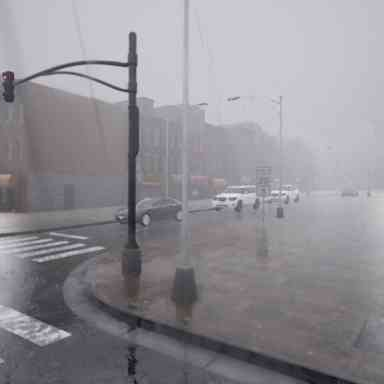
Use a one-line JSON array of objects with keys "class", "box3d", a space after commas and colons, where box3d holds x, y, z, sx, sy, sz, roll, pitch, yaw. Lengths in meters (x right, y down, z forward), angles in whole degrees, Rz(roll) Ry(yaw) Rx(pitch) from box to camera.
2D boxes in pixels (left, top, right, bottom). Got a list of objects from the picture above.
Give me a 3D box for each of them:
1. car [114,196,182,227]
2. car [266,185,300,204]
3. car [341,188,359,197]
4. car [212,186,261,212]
[{"class": "car", "box3d": [-2.301, 1.046, 19.339, 1.837, 1.490, 4.892, 0, 2, 36]}, {"class": "car", "box3d": [10.167, 0.220, 36.795, 2.150, 2.045, 5.566, 0, 2, 35]}, {"class": "car", "box3d": [24.995, 0.085, 52.519, 2.033, 1.411, 5.357, 0, 2, 35]}, {"class": "car", "box3d": [3.899, 0.486, 28.032, 2.150, 2.045, 5.566, 0, 2, 35]}]
